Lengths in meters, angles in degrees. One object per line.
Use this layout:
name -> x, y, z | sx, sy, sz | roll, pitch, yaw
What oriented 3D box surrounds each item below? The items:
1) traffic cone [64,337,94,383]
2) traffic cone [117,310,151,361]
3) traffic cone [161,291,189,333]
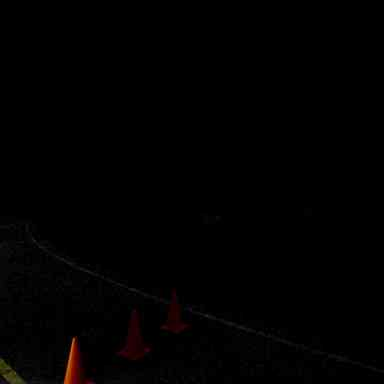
traffic cone -> -1.321, 1.945, 3.766 | 0.340, 0.580, 0.340 | 1, 1, 31
traffic cone -> -0.803, 1.938, 4.617 | 0.340, 0.580, 0.340 | 1, 1, 31
traffic cone -> -0.284, 1.932, 5.468 | 0.340, 0.580, 0.340 | 1, 1, 31
